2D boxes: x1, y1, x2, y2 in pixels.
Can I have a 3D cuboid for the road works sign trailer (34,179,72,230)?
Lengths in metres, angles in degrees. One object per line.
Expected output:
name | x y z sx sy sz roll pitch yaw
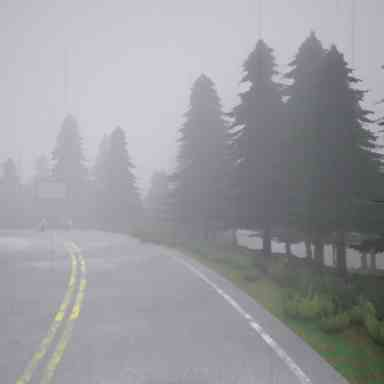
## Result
road works sign trailer | -10.478 0.924 24.404 2.880 3.560 2.380 -3 -5 34
